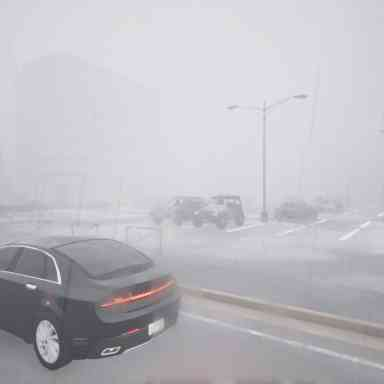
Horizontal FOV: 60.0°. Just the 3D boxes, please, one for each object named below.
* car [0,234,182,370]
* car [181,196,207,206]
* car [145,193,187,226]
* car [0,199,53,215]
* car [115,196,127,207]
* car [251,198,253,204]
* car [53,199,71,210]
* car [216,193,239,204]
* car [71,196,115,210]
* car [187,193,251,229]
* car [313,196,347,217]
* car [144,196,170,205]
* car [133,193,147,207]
[{"bbox_3d":[-2.435,1.505,5.739,4.892,1.490,1.837,0,0,36],"label":"car"},{"bbox_3d":[0.437,1.478,54.713,1.882,1.535,5.008,0,0,34],"label":"car"},{"bbox_3d":[-0.635,1.153,21.887,1.932,1.855,4.605,0,0,34],"label":"car"},{"bbox_3d":[-17.472,1.601,34.747,1.895,1.301,4.718,0,0,34],"label":"car"},{"bbox_3d":[-11.805,1.352,49.417,2.097,1.767,4.553,0,0,34],"label":"car"},{"bbox_3d":[9.875,1.505,62.459,1.837,1.490,4.892,0,0,34],"label":"car"},{"bbox_3d":[-17.143,1.547,41.500,2.033,1.411,5.357,0,0,34],"label":"car"},{"bbox_3d":[6.888,1.217,64.261,2.150,2.045,5.566,0,-1,34],"label":"car"},{"bbox_3d":[-12.470,1.526,42.157,1.812,1.442,4.674,0,0,34],"label":"car"},{"bbox_3d":[1.729,1.156,20.217,1.905,1.878,3.866,0,0,34],"label":"car"},{"bbox_3d":[13.778,1.395,33.149,1.970,1.475,3.806,0,0,34],"label":"car"},{"bbox_3d":[-6.024,1.526,57.926,1.812,1.442,4.674,0,0,35],"label":"car"},{"bbox_3d":[-6.582,1.221,50.867,2.150,2.045,5.566,0,0,34],"label":"car"}]
